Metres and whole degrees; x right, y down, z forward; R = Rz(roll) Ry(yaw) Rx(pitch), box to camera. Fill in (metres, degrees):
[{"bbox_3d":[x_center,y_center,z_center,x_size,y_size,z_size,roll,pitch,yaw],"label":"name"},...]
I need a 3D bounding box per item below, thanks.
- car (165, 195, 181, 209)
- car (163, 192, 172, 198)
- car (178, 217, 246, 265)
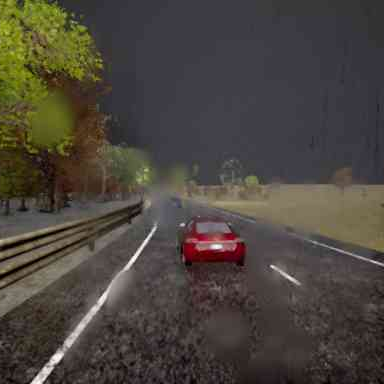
[{"bbox_3d":[-2.474,1.563,46.365,1.812,1.442,4.674,0,0,-5],"label":"car"},{"bbox_3d":[-5.140,1.385,76.864,2.097,1.767,4.553,0,0,-5],"label":"car"},{"bbox_3d":[0.549,1.583,11.786,1.994,1.385,4.181,0,0,-5],"label":"car"}]
